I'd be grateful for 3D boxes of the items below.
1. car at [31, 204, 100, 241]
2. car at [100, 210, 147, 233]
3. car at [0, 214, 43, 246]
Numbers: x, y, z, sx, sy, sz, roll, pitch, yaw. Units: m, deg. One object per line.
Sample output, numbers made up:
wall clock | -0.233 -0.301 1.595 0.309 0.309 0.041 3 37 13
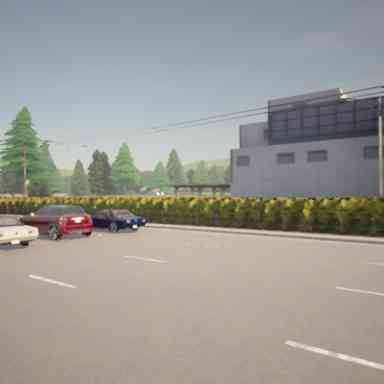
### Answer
car | -7.454 1.493 17.939 4.553 1.767 2.097 -1 0 36
car | -5.094 1.739 20.554 4.718 1.301 1.895 -1 0 36
car | -8.898 1.735 14.669 4.718 1.301 1.895 -1 0 36
